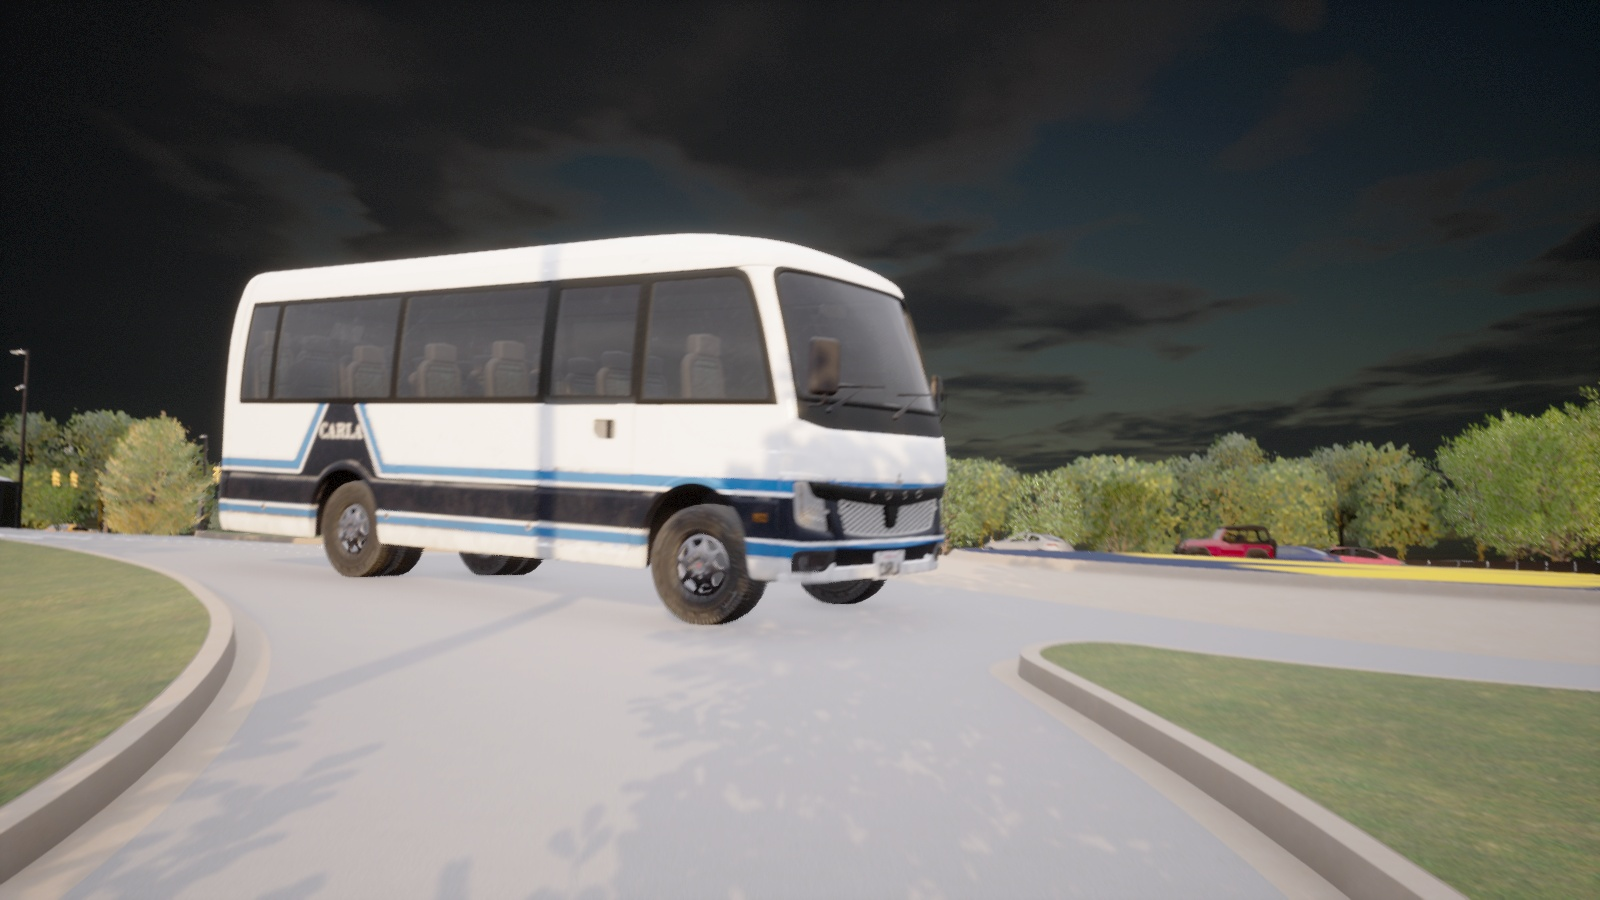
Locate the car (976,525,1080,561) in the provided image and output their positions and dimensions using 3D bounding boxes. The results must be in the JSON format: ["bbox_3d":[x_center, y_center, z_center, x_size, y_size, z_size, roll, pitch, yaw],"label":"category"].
[{"bbox_3d":[11.718,4.790,64.884,2.152,1.651,5.027,6,-5,-40],"label":"car"}]

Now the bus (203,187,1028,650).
[{"bbox_3d":[-2.735,-0.320,16.006,10.273,4.253,3.944,1,-1,33],"label":"bus"}]

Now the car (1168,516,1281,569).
[{"bbox_3d":[16.808,3.684,49.851,3.866,1.878,1.905,2,-5,5],"label":"car"}]

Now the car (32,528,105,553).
[{"bbox_3d":[-46.485,5.755,79.929,1.882,1.535,5.008,0,-4,-4],"label":"car"}]

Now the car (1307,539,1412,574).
[{"bbox_3d":[27.258,5.191,61.202,4.514,1.525,2.007,0,-6,29],"label":"car"}]

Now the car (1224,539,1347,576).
[{"bbox_3d":[21.208,4.703,54.951,4.674,1.442,1.812,-4,-10,43],"label":"car"}]
